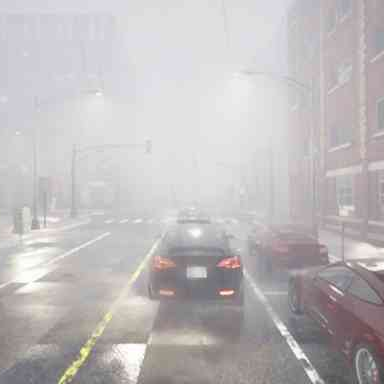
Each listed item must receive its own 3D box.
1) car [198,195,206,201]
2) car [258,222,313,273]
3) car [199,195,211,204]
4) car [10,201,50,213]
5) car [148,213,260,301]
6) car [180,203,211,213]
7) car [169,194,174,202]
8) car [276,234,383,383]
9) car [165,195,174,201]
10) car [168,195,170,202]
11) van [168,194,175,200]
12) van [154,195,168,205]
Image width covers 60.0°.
[{"bbox_3d":[2.559,1.587,87.848,1.947,1.339,4.313,1,0,0],"label":"car"},{"bbox_3d":[2.820,1.584,10.333,1.802,1.307,4.206,1,0,0],"label":"car"},{"bbox_3d":[2.604,1.537,59.756,1.752,1.417,4.829,1,0,0],"label":"car"},{"bbox_3d":[-18.774,1.725,38.681,4.313,1.339,1.947,0,-1,0],"label":"car"},{"bbox_3d":[0.086,1.505,8.376,2.163,1.488,4.792,0,0,0],"label":"car"},{"bbox_3d":[0.072,1.550,17.648,2.033,1.411,5.357,0,0,-1],"label":"car"},{"bbox_3d":[-5.803,1.598,76.568,1.802,1.307,4.206,1,0,0],"label":"car"},{"bbox_3d":[2.660,1.583,4.677,1.802,1.307,4.206,1,0,0],"label":"car"},{"bbox_3d":[-5.821,1.572,87.873,2.008,1.369,4.403,1,0,0],"label":"car"},{"bbox_3d":[-5.785,1.595,65.264,1.802,1.307,4.206,1,0,0],"label":"car"},{"bbox_3d":[-5.827,1.365,93.526,1.690,1.788,3.998,1,0,0],"label":"van"},{"bbox_3d":[-5.773,1.352,59.612,1.690,1.788,3.998,1,0,0],"label":"van"}]
